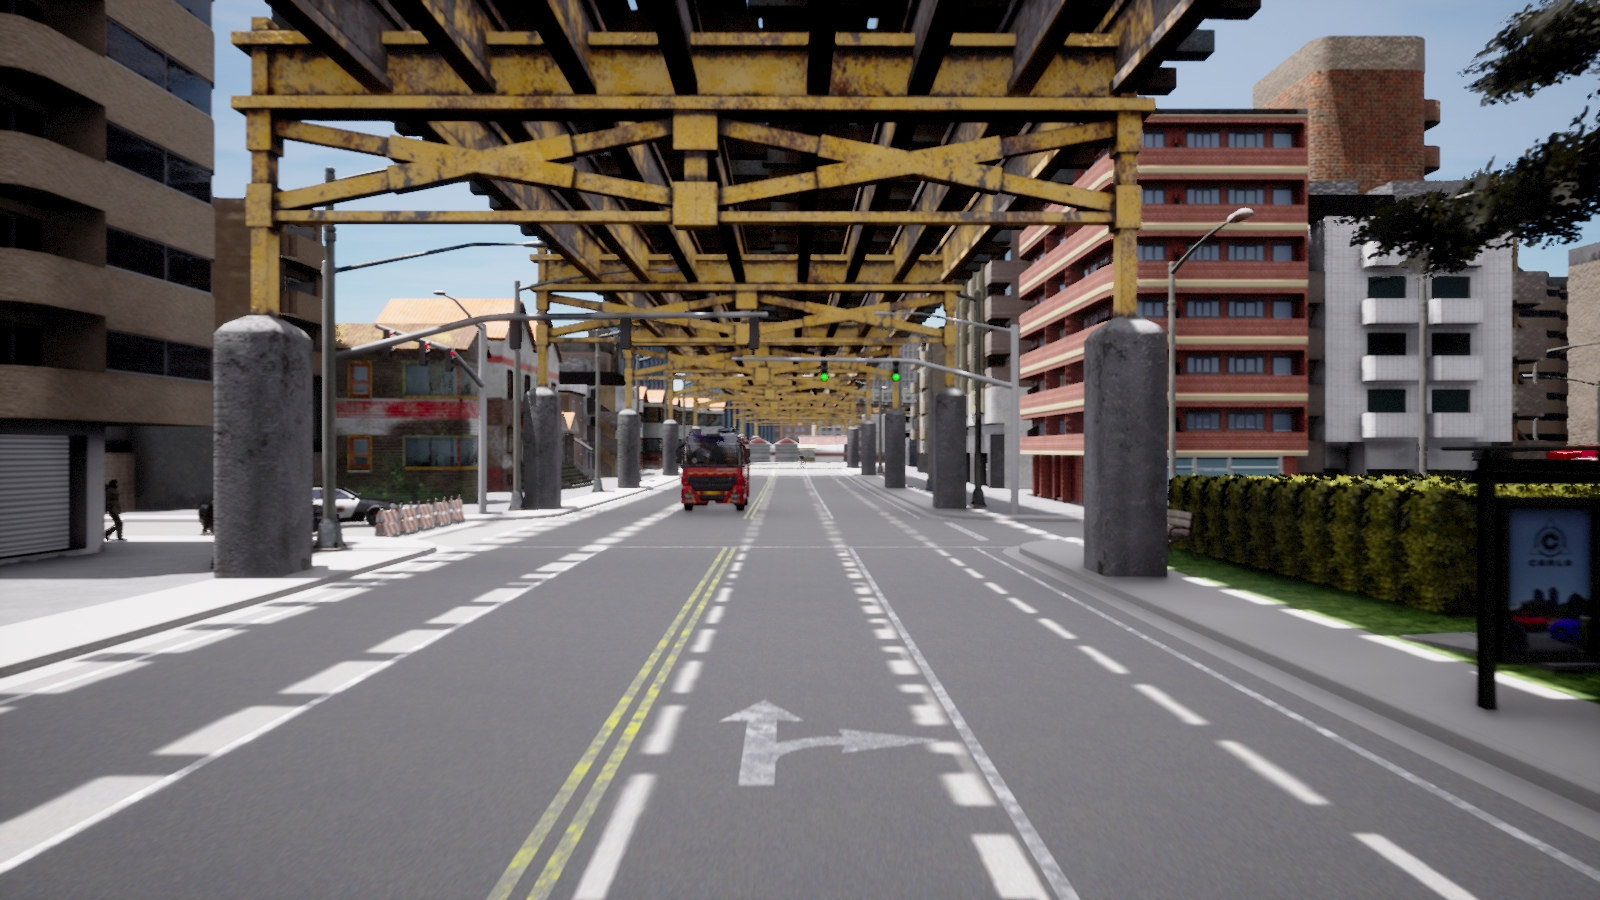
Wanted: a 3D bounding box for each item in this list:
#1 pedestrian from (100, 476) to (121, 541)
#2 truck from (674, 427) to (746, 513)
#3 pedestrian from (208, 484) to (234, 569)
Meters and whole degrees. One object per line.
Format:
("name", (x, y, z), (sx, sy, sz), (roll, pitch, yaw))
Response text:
("pedestrian", (-19.929, 1.698, 33.035), (0.375, 1.860, 0.375), (0, 0, -1))
("truck", (-4.209, 0.889, 54.970), (2.891, 3.827, 8.468), (0, 0, -1))
("pedestrian", (-12.840, 1.700, 25.349), (0.375, 1.860, 0.375), (0, 0, 1))
